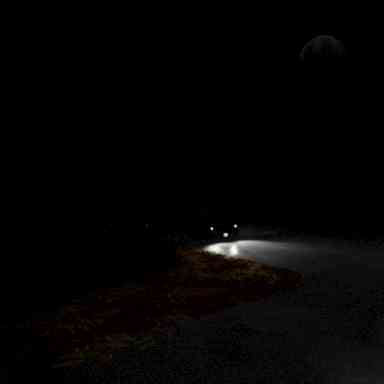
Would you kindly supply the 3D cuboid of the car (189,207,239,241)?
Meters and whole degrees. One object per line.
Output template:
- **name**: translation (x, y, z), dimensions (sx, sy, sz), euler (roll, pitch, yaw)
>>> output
- **car**: translation (-0.125, 1.447, 16.382), dimensions (2.033, 1.411, 5.357), euler (1, 0, -37)
